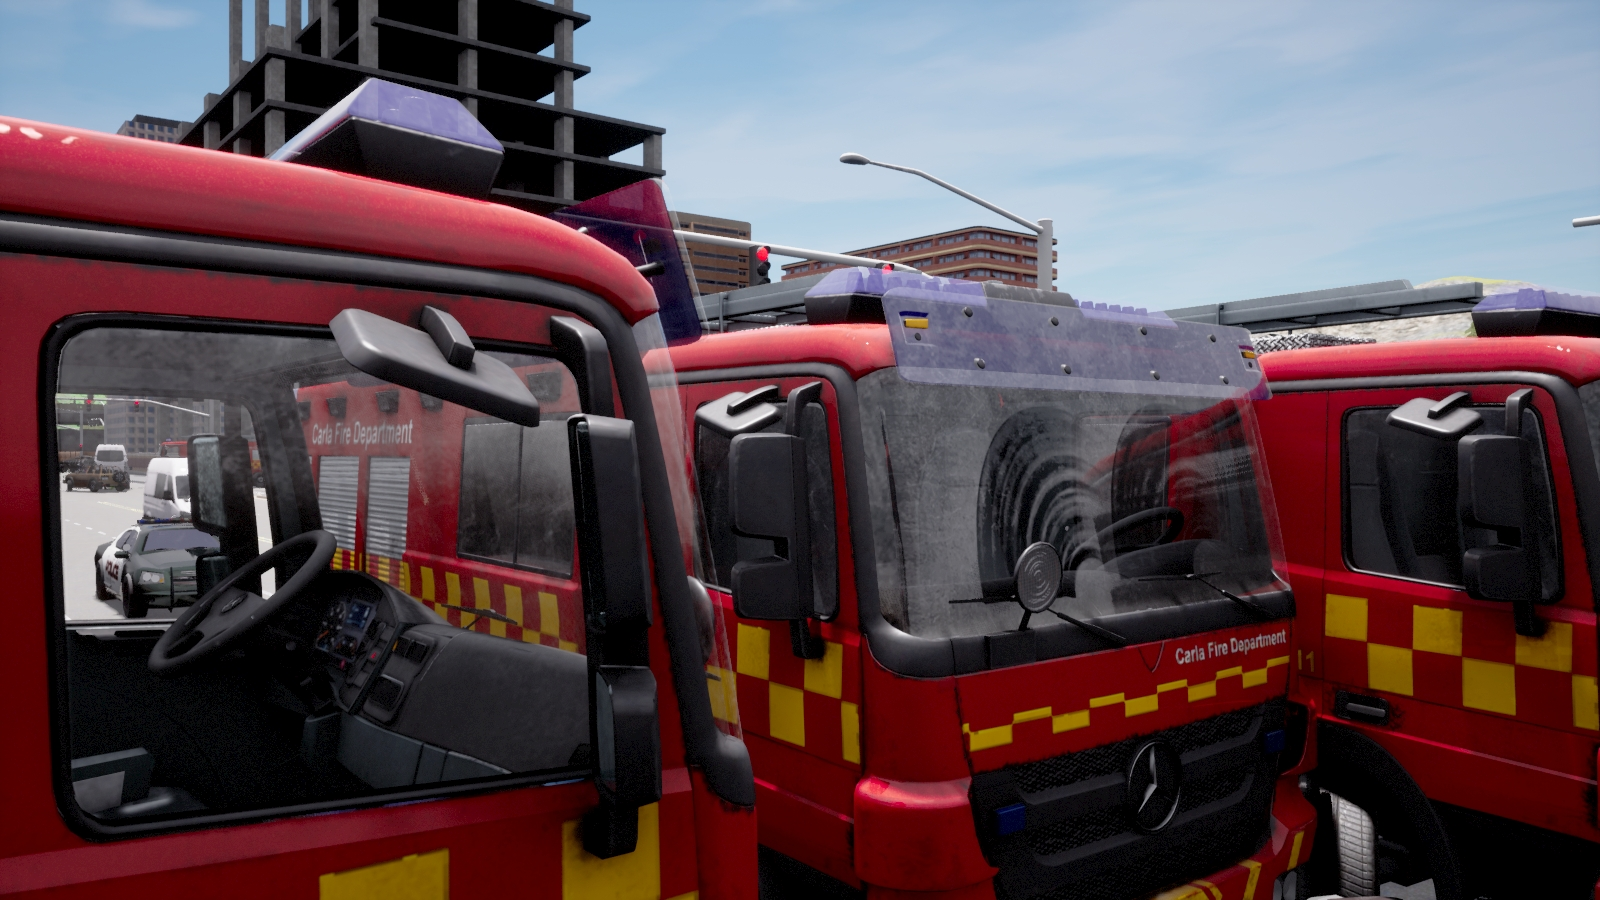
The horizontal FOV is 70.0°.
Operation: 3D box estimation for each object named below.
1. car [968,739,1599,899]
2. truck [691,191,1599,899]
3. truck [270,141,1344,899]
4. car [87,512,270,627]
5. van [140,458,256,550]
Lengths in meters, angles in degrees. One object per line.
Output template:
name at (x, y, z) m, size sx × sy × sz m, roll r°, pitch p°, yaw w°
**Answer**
car at (2.437, 2.065, 3.109) m, size 1.970 × 1.475 × 3.806 m, roll 0°, pitch 0°, yaw -30°
truck at (2.348, 0.890, 8.605) m, size 2.891 × 3.827 × 8.468 m, roll 0°, pitch 0°, yaw -31°
truck at (-1.099, 0.890, 8.003) m, size 2.891 × 3.827 × 8.468 m, roll 0°, pitch 0°, yaw -38°
car at (-11.386, 2.037, 20.746) m, size 2.038 × 1.542 × 4.974 m, roll 0°, pitch 0°, yaw -39°
van at (-18.624, 1.534, 35.190) m, size 1.988 × 2.561 × 5.915 m, roll 0°, pitch 0°, yaw -39°
